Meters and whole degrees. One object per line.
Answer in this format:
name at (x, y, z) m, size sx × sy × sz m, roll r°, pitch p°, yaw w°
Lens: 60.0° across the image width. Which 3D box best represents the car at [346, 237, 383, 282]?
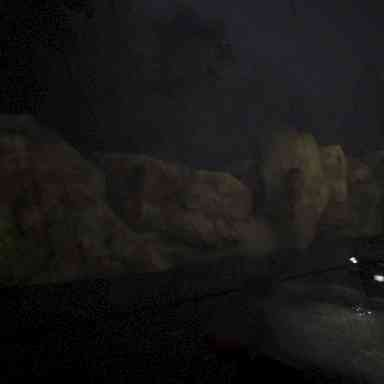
car at (6.520, 1.637, 9.244) m, size 5.357 × 1.411 × 2.033 m, roll 1°, pitch 0°, yaw -35°
